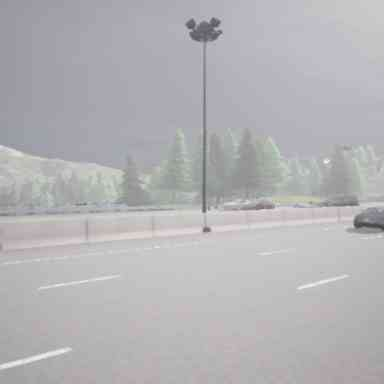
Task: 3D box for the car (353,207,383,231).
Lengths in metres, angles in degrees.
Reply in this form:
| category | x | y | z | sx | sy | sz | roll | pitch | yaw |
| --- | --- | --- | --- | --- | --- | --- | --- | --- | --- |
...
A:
| category | x | y | z | sx | sy | sz | roll | pitch | yaw |
| --- | --- | --- | --- | --- | --- | --- | --- | --- | --- |
| car | 11.996 | 1.633 | 20.900 | 4.181 | 1.385 | 1.994 | 0 | 0 | -35 |

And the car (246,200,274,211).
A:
| category | x | y | z | sx | sy | sz | roll | pitch | yaw |
| --- | --- | --- | --- | --- | --- | --- | --- | --- | --- |
| car | 8.077 | 1.623 | 39.822 | 4.674 | 1.442 | 1.812 | 0 | 0 | -35 |

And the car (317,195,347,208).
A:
| category | x | y | z | sx | sy | sz | roll | pitch | yaw |
| --- | --- | --- | --- | --- | --- | --- | --- | --- | --- |
| car | 16.488 | 1.339 | 37.226 | 5.566 | 2.045 | 2.150 | 0 | 0 | -35 |

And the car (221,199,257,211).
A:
| category | x | y | z | sx | sy | sz | roll | pitch | yaw |
| --- | --- | --- | --- | --- | --- | --- | --- | --- | --- |
| car | 6.059 | 1.623 | 42.679 | 4.674 | 1.442 | 1.812 | 0 | 0 | -35 |

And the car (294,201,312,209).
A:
| category | x | y | z | sx | sy | sz | roll | pitch | yaw |
| --- | --- | --- | --- | --- | --- | --- | --- | --- | --- |
| car | 14.329 | 1.718 | 39.982 | 4.718 | 1.301 | 1.895 | 0 | 0 | -35 |
